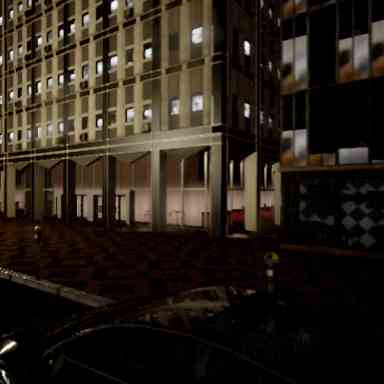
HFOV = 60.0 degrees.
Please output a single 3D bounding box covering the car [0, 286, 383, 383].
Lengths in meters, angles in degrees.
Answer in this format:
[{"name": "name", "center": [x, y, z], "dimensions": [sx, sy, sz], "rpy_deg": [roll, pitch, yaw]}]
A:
[{"name": "car", "center": [-0.036, 1.557, 2.905], "dimensions": [4.313, 1.339, 1.947], "rpy_deg": [0, 0, 36]}]
